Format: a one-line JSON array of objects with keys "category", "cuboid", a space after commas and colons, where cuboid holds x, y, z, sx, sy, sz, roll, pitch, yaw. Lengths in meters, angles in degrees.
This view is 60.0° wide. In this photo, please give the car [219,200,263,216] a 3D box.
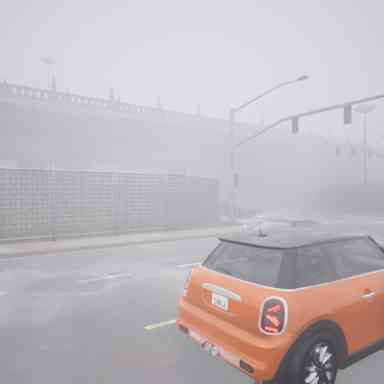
[{"category": "car", "cuboid": [3.828, 1.556, 30.707, 1.837, 1.490, 4.892, 0, 0, -36]}]

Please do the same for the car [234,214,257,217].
[{"category": "car", "cuboid": [2.839, 1.524, 10.315, 4.674, 1.442, 1.812, 0, 0, -35]}]

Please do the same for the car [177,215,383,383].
[{"category": "car", "cuboid": [2.081, 1.351, 5.272, 4.553, 1.767, 2.097, 0, 0, -35]}]

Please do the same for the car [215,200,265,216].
[{"category": "car", "cuboid": [4.955, 1.598, 35.152, 2.033, 1.411, 5.357, 0, 0, -36]}]
